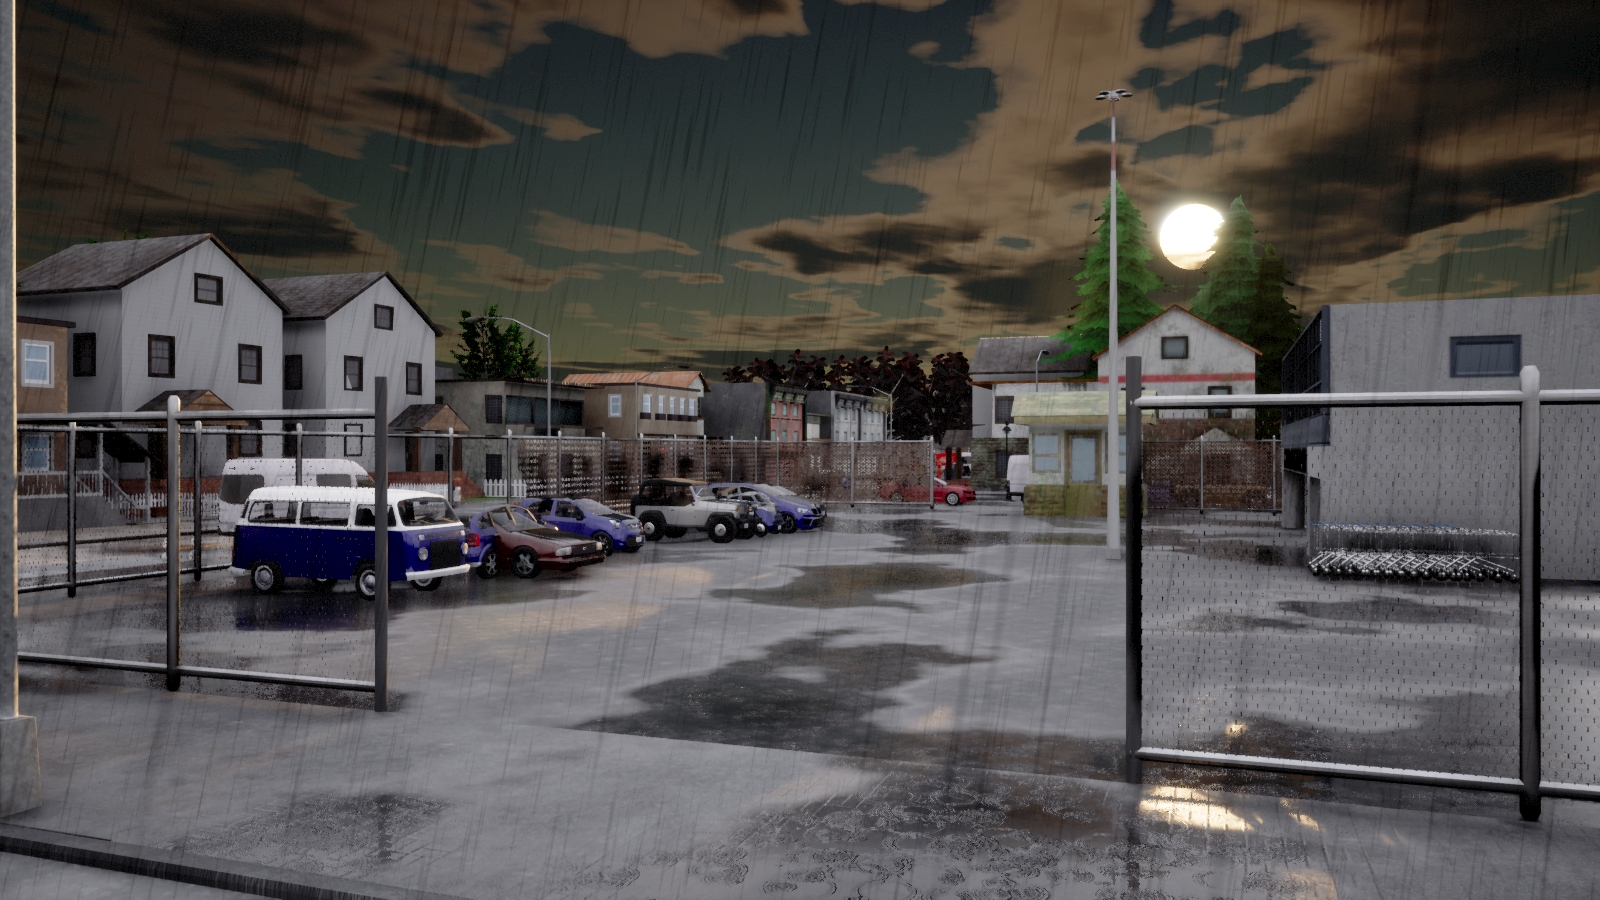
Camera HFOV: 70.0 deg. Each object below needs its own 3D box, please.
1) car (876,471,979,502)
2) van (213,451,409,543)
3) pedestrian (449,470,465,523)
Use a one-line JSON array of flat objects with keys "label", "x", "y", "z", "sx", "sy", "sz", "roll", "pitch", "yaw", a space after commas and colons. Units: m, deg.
[{"label": "car", "x": 6.523, "y": 1.843, "z": 58.394, "sx": 4.892, "sy": 1.480, "sz": 2.231, "roll": 0, "pitch": 0, "yaw": 19}, {"label": "van", "x": -14.714, "y": 1.318, "z": 34.854, "sx": 1.988, "sy": 2.561, "sz": 5.915, "roll": 0, "pitch": 0, "yaw": 20}, {"label": "pedestrian", "x": -12.117, "y": 1.633, "z": 40.366, "sx": 0.375, "sy": 1.860, "sz": 0.375, "roll": 0, "pitch": 0, "yaw": 12}]
